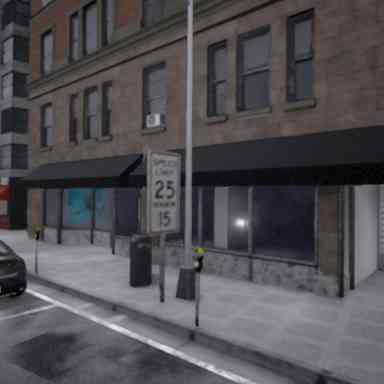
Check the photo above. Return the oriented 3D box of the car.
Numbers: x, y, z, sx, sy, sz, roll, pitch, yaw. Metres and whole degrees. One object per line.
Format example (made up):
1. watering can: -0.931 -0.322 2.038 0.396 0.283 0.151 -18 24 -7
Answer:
1. car: -5.407 1.643 7.694 4.403 1.369 2.008 0 -1 40
